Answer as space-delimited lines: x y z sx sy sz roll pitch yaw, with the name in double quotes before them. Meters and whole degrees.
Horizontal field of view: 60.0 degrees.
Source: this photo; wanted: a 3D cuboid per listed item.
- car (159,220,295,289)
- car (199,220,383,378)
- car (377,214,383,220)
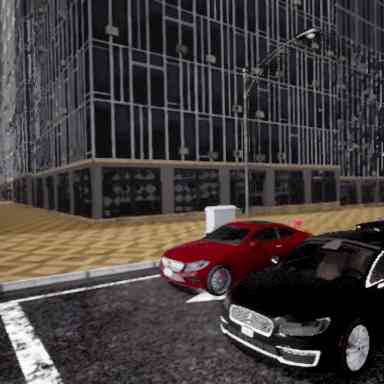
"car" 1.412 1.496 8.664 4.674 1.442 1.812 -1 0 -34
"car" 2.671 1.471 5.574 4.892 1.490 1.837 -1 0 -35
"car" 8.836 1.475 13.932 4.718 1.301 1.895 -1 0 -35
